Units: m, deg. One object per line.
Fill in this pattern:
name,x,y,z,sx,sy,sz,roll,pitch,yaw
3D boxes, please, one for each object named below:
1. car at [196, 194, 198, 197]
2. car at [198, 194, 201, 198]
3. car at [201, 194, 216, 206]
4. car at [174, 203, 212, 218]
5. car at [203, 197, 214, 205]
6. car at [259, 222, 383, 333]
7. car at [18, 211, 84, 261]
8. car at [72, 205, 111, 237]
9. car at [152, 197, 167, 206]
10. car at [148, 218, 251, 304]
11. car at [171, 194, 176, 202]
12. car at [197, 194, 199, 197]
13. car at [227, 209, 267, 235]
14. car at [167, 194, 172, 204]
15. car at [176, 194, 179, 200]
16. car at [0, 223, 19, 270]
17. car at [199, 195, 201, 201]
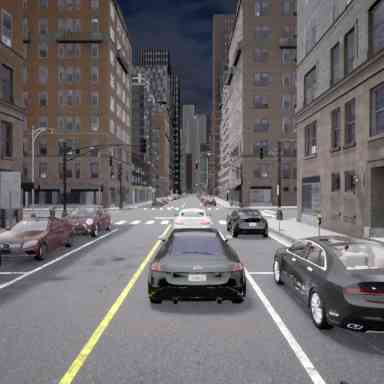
car,3.037,1.458,92.682,2.192,1.841,5.009,0,0,0
car,2.994,1.525,76.454,1.967,1.590,4.097,0,0,0
car,2.936,1.476,54.819,1.967,1.590,4.097,0,0,0
car,0.049,1.526,16.951,1.812,1.442,4.674,0,0,1
car,2.951,1.571,60.398,1.752,1.417,4.829,0,0,0
car,2.860,1.551,6.726,2.008,1.369,4.403,0,0,0
car,-5.660,1.582,12.235,1.802,1.307,4.206,0,0,0
car,-5.655,1.441,17.736,1.967,1.590,4.097,0,0,0
car,-5.588,1.618,54.839,1.802,1.307,4.206,0,0,0
car,0.089,1.564,8.192,1.994,1.385,4.181,0,0,0
car,-5.516,1.626,81.711,1.752,1.417,4.829,0,0,0
car,3.023,1.561,87.272,1.967,1.590,4.097,0,0,0
car,2.870,1.567,17.728,1.947,1.339,4.313,0,0,0
car,-5.559,1.607,65.656,2.008,1.369,4.403,0,0,0
car,-5.488,1.458,92.699,2.192,1.841,5.009,0,0,0
car,-5.665,1.566,6.733,1.947,1.339,4.313,0,0,0
car,2.966,1.607,65.636,2.008,1.369,4.403,0,0,0
